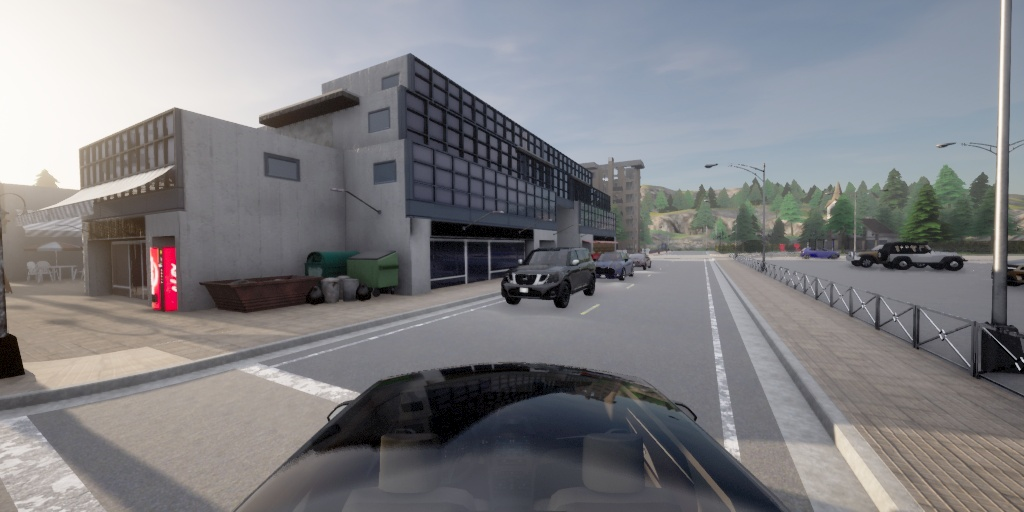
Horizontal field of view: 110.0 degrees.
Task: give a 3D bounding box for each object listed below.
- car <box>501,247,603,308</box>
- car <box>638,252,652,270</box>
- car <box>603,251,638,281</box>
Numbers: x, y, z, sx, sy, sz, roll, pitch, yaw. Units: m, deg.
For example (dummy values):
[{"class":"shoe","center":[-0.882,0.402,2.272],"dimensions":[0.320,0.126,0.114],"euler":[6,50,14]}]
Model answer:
[{"class":"car","center":[1.678,0.674,13.995],"dimensions":[2.150,2.045,5.566],"euler":[0,2,28]},{"class":"car","center":[11.117,0.418,31.705],"dimensions":[1.812,1.442,4.674],"euler":[0,2,28]},{"class":"car","center":[6.302,0.530,22.677],"dimensions":[2.097,1.767,4.553],"euler":[0,2,28]}]
